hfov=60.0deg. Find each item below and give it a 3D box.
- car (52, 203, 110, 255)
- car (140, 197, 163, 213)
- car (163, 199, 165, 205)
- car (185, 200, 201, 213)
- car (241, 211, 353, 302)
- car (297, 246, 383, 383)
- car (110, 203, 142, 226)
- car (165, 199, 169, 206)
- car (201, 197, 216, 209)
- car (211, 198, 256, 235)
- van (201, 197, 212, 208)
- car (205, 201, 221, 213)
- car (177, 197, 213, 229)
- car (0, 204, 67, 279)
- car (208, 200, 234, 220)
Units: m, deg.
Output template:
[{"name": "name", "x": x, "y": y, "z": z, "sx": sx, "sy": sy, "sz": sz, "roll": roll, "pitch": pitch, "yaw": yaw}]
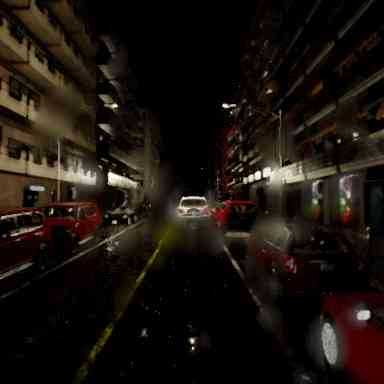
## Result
[{"name": "car", "x": -5.288, "y": 1.396, "z": 13.927, "sx": 2.192, "sy": 1.841, "sz": 5.009, "roll": 1, "pitch": 0, "yaw": 0}, {"name": "car", "x": -5.282, "y": 1.583, "z": 41.579, "sx": 2.192, "sy": 1.841, "sz": 5.009, "roll": 1, "pitch": 0, "yaw": 0}, {"name": "car", "x": -5.287, "y": 1.856, "z": 47.109, "sx": 1.887, "sy": 1.381, "sz": 4.507, "roll": 1, "pitch": 0, "yaw": 0}, {"name": "car", "x": 0.113, "y": 1.745, "z": 41.642, "sx": 1.882, "sy": 1.535, "sz": 5.008, "roll": 0, "pitch": -1, "yaw": 0}, {"name": "car", "x": 2.596, "y": 1.488, "z": 8.334, "sx": 1.967, "sy": 1.590, "sz": 4.097, "roll": 1, "pitch": 0, "yaw": 0}, {"name": "car", "x": 2.585, "y": 1.561, "z": 2.802, "sx": 1.887, "sy": 1.381, "sz": 4.507, "roll": 1, "pitch": 0, "yaw": 0}, {"name": "car", "x": -5.291, "y": 1.716, "z": 24.988, "sx": 1.947, "sy": 1.339, "sz": 4.313, "roll": 1, "pitch": 0, "yaw": 0}, {"name": "car", "x": -5.284, "y": 2.034, "z": 63.702, "sx": 1.802, "sy": 1.307, "sz": 4.206, "roll": 1, "pitch": -1, "yaw": 0}, {"name": "car", "x": 2.566, "y": 1.670, "z": 52.585, "sx": 2.192, "sy": 1.841, "sz": 5.009, "roll": 1, "pitch": 0, "yaw": 0}, {"name": "car", "x": 2.559, "y": 1.428, "z": 19.397, "sx": 2.192, "sy": 1.841, "sz": 5.009, "roll": 1, "pitch": 0, "yaw": 0}, {"name": "van", "x": 2.566, "y": 1.743, "z": 58.116, "sx": 1.690, "sy": 1.788, "sz": 3.998, "roll": 1, "pitch": -1, "yaw": 0}, {"name": "car", "x": 2.558, "y": 1.848, "z": 41.521, "sx": 1.802, "sy": 1.307, "sz": 4.206, "roll": 1, "pitch": 0, "yaw": 0}, {"name": "car", "x": 0.106, "y": 1.361, "z": 23.170, "sx": 2.150, "sy": 2.045, "sz": 5.566, "roll": 0, "pitch": 0, "yaw": 0}, {"name": "car", "x": -5.289, "y": 1.364, "z": 8.397, "sx": 2.192, "sy": 1.841, "sz": 5.009, "roll": 1, "pitch": 0, "yaw": 0}, {"name": "car", "x": 2.559, "y": 1.626, "z": 30.459, "sx": 1.967, "sy": 1.590, "sz": 4.097, "roll": 1, "pitch": 0, "yaw": 0}]
